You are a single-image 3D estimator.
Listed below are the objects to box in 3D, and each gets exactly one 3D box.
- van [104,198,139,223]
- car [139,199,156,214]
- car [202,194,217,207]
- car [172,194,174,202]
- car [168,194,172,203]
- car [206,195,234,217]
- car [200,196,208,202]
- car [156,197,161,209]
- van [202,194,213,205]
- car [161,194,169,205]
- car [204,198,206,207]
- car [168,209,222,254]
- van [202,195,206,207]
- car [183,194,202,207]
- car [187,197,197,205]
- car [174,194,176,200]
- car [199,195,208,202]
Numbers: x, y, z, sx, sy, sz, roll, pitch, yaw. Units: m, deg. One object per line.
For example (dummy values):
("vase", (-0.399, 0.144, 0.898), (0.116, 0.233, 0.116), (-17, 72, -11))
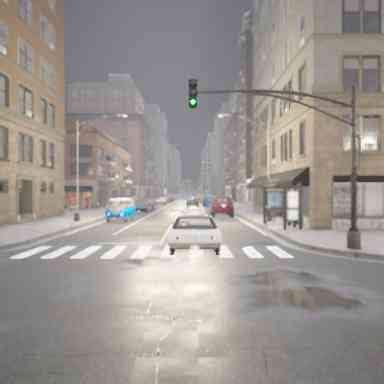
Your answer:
("van", (-5.406, 1.342, 25.314), (1.690, 1.788, 3.998), (0, 0, 0))
("car", (-5.402, 1.567, 36.126), (1.947, 1.339, 4.313), (0, 0, 0))
("car", (2.690, 1.315, 52.346), (2.192, 1.841, 5.009), (0, 0, 0))
("car", (-5.390, 1.565, 68.564), (1.947, 1.339, 4.313), (0, 0, 0))
("car", (-5.392, 1.550, 63.157), (2.008, 1.369, 4.403), (0, 0, 0))
("car", (2.707, 1.315, 30.720), (2.192, 1.841, 5.009), (0, 0, 0))
("car", (2.672, 1.523, 74.140), (1.752, 1.417, 4.829), (0, 0, 0))
("car", (-5.400, 1.546, 41.532), (1.887, 1.381, 4.507), (0, 0, 0))
("van", (2.685, 1.340, 57.752), (1.690, 1.788, 3.998), (0, 0, 0))
("car", (-5.394, 1.525, 57.582), (1.752, 1.417, 4.829), (0, 0, 0))
("car", (2.703, 1.551, 36.127), (2.008, 1.369, 4.403), (0, 0, 0))
("car", (0.096, 1.600, 13.518), (1.895, 1.301, 4.718), (0, 0, 0))
("van", (2.694, 1.341, 46.939), (1.690, 1.788, 3.998), (0, 0, 0))
("car", (0.111, 1.492, 50.181), (2.128, 1.511, 4.902), (0, 0, 0))
("car", (0.006, 1.600, 60.547), (1.895, 1.301, 4.718), (0, 0, 0))
("car", (-5.388, 1.314, 73.970), (2.192, 1.841, 5.009), (0, 0, 0))
("car", (2.668, 1.438, 79.376), (1.967, 1.590, 4.097), (0, 0, 0))
